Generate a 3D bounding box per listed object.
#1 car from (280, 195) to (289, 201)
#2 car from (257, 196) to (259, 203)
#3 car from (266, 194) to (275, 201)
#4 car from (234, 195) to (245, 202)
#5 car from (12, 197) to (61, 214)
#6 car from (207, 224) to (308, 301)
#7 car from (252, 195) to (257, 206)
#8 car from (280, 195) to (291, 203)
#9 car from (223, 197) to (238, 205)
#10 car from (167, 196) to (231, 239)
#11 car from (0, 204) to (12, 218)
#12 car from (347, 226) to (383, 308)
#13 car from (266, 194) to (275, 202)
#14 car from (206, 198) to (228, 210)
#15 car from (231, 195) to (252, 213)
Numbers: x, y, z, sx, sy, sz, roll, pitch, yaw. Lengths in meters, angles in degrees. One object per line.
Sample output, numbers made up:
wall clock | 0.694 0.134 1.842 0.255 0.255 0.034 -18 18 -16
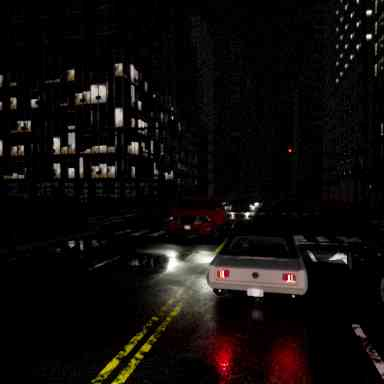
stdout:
car | 22.181 1.356 79.782 1.895 1.301 4.718 0 0 13
car | 12.644 1.449 67.888 2.128 1.511 4.902 0 0 14
car | 19.013 1.286 80.510 2.128 1.511 4.902 0 0 13
car | 10.339 1.441 72.201 1.837 1.490 4.892 0 0 13
car | -15.199 1.259 32.268 5.008 1.535 1.882 1 1 16
car | 1.742 1.597 8.392 1.895 1.301 4.718 0 0 14
car | 9.126 1.491 53.589 1.812 1.442 4.674 0 0 13
car | 19.748 1.474 69.621 2.033 1.411 5.357 0 0 13
car | 6.638 1.563 57.121 1.895 1.301 4.718 0 0 14
car | 0.430 1.236 17.237 2.150 2.045 5.566 0 -1 14
car | -17.218 1.435 26.792 4.313 1.339 1.947 1 1 15
car | 4.868 1.501 7.478 1.837 1.490 4.892 0 0 14
car | 16.692 1.530 70.814 1.895 1.301 4.718 0 0 13
car | 3.295 1.523 43.216 2.033 1.411 5.357 0 0 13
car | 5.512 1.458 37.674 1.882 1.535 5.008 0 0 10
